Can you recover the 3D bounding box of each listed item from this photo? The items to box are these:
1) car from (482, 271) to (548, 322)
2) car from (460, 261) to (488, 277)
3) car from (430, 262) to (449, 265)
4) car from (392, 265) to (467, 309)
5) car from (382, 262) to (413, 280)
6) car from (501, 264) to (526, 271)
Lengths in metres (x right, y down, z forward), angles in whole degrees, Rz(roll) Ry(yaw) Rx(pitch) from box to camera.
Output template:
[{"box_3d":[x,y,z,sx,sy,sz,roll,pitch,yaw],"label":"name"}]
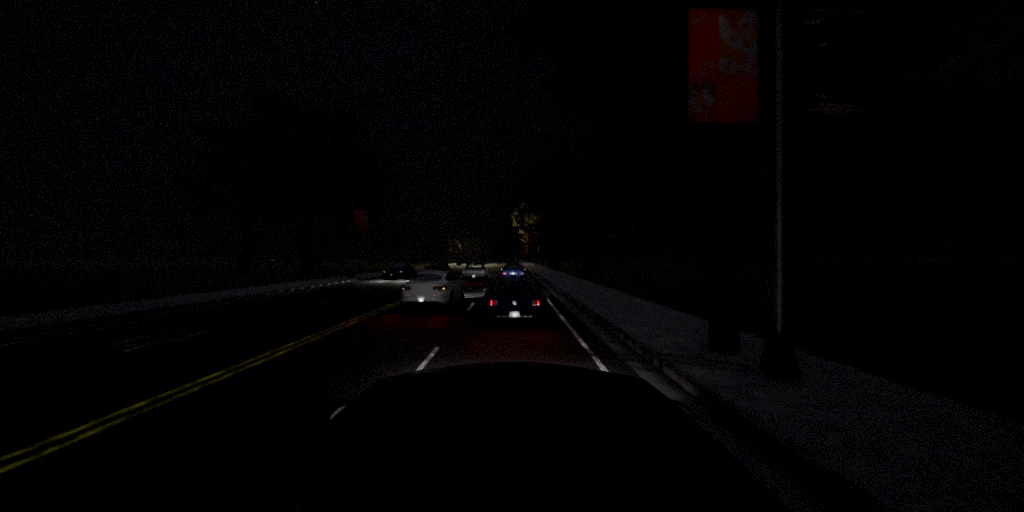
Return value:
[{"box_3d":[0.089,1.353,12.327,1.895,1.301,4.718,0,0,0],"label":"car"},{"box_3d":[-3.161,1.357,31.753,1.895,1.301,4.718,0,0,0],"label":"car"},{"box_3d":[-6.603,1.261,31.954,1.837,1.490,4.892,0,0,0],"label":"car"},{"box_3d":[-3.157,1.278,14.772,1.812,1.442,4.674,0,0,0],"label":"car"},{"box_3d":[-9.853,1.281,31.588,1.812,1.442,4.674,0,0,0],"label":"car"},{"box_3d":[0.090,1.303,28.242,2.033,1.411,5.357,0,0,0],"label":"car"}]
